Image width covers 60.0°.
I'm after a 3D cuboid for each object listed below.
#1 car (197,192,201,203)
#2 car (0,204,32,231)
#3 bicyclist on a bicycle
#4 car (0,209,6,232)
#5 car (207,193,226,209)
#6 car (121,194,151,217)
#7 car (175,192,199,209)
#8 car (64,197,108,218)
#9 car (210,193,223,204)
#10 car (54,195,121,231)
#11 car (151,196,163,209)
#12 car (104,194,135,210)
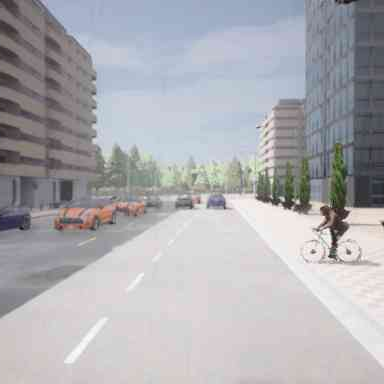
[{"bbox_3d":[0.296,0.798,50.744,2.097,1.767,4.553,0,1,5],"label":"car"},{"bbox_3d":[-9.603,1.326,16.046,1.812,1.442,4.674,0,1,5],"label":"car"},{"bbox_3d":[3.856,1.207,9.229,1.656,1.620,0.582,0,1,4],"label":"bicyclist on a bicycle"},{"bbox_3d":[-6.719,1.379,7.454,1.882,1.535,5.008,0,0,4],"label":"car"},{"bbox_3d":[2.805,0.945,37.729,2.097,1.767,4.553,0,1,5],"label":"car"},{"bbox_3d":[-5.115,1.060,27.280,2.097,1.767,4.553,0,1,4],"label":"car"},{"bbox_3d":[-0.742,1.080,37.402,2.128,1.511,4.902,0,1,5],"label":"car"},{"bbox_3d":[-8.607,1.218,27.520,1.812,1.442,4.674,0,1,4],"label":"car"},{"bbox_3d":[3.811,0.954,50.776,1.837,1.490,4.892,0,0,5],"label":"car"},{"bbox_3d":[-5.876,1.131,18.771,2.097,1.767,4.553,0,1,4],"label":"car"},{"bbox_3d":[-4.411,1.151,36.621,1.994,1.385,4.181,0,1,5],"label":"car"},{"bbox_3d":[-7.909,1.056,36.752,1.882,1.535,5.008,0,1,5],"label":"car"}]
